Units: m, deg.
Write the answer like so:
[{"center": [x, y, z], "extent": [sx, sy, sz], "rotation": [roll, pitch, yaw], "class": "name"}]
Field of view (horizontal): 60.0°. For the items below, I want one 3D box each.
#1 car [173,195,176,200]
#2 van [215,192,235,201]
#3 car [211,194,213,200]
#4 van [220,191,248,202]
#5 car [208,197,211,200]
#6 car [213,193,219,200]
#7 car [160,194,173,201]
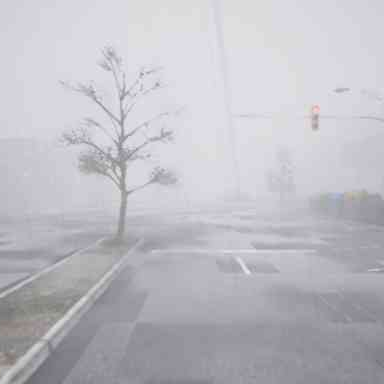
[{"center": [-5.737, 1.568, 95.006], "extent": [1.812, 1.442, 4.674], "rotation": [0, -1, 0], "class": "car"}, {"center": [8.096, 1.112, 81.915], "extent": [4.442, 1.987, 1.878], "rotation": [1, -1, -20], "class": "van"}, {"center": [8.378, 1.390, 85.001], "extent": [5.366, 1.575, 1.946], "rotation": [1, -1, -20], "class": "car"}, {"center": [8.061, 0.770, 61.070], "extent": [4.442, 1.987, 1.878], "rotation": [1, -1, -20], "class": "van"}, {"center": [8.247, 1.295, 93.882], "extent": [5.566, 2.045, 2.435], "rotation": [1, -2, -20], "class": "car"}, {"center": [8.228, 1.167, 78.987], "extent": [4.553, 1.767, 2.185], "rotation": [1, -1, -20], "class": "car"}, {"center": [-5.761, 1.190, 70.464], "extent": [2.128, 1.511, 4.902], "rotation": [0, -1, 0], "class": "car"}]
